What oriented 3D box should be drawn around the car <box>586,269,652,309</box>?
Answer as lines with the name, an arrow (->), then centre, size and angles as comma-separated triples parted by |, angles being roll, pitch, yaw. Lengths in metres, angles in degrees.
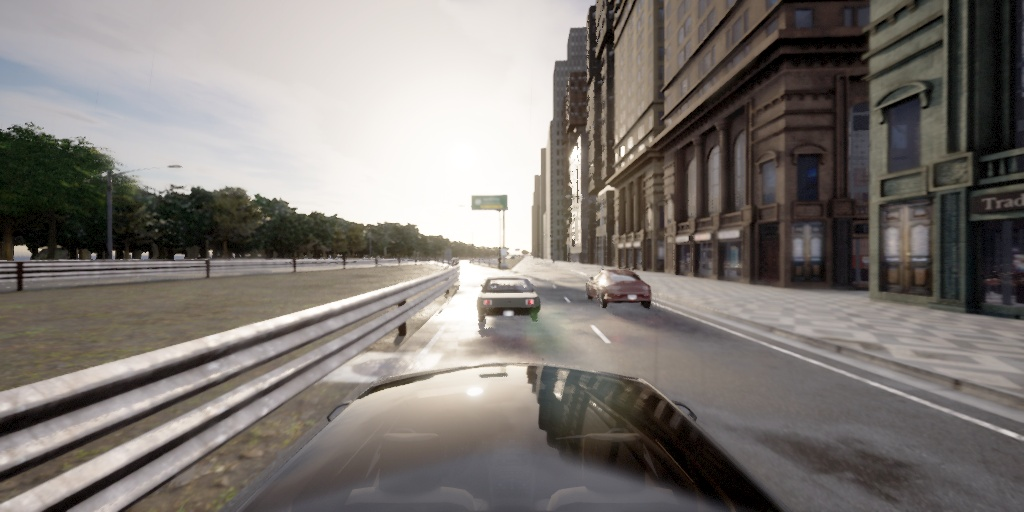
car -> 4.315, 1.277, 14.902 | 1.812, 1.442, 4.674 | 0, 0, 2

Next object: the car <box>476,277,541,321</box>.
car -> -0.183, 1.356, 12.444 | 1.895, 1.301, 4.718 | 0, 0, -2
